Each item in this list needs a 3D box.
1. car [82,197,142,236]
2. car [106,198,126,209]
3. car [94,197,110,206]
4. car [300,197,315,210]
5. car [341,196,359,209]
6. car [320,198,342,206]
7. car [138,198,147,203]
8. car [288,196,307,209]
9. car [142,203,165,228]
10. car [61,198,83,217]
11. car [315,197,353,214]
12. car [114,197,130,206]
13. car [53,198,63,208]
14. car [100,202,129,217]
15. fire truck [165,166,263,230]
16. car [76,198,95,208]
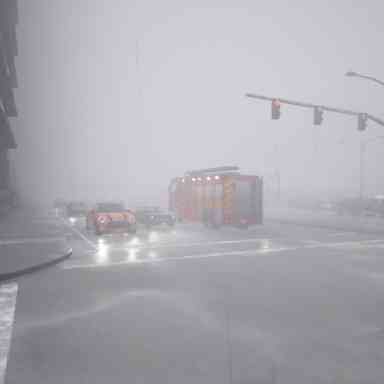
[{"bbox_3d":[-4.646,1.381,18.800,2.097,1.767,4.553,1,0,-26],"label":"car"},{"bbox_3d":[-11.213,1.625,48.687,1.882,1.535,5.008,1,0,-25],"label":"car"},{"bbox_3d":[-15.640,1.668,57.694,1.837,1.490,4.892,1,0,-26],"label":"car"},{"bbox_3d":[17.690,1.789,47.010,3.905,1.438,1.784,1,0,-26],"label":"car"},{"bbox_3d":[27.694,1.738,60.906,4.605,1.855,1.932,1,0,-26],"label":"car"},{"bbox_3d":[26.503,1.955,63.547,3.905,1.438,1.784,1,0,-26],"label":"car"},{"bbox_3d":[-8.133,1.708,50.362,1.812,1.442,4.674,1,0,-25],"label":"car"},{"bbox_3d":[16.491,1.583,49.412,4.605,1.855,1.932,1,0,-26],"label":"car"},{"bbox_3d":[-2.762,1.669,22.936,1.895,1.301,4.718,1,0,-26],"label":"car"},{"bbox_3d":[-11.103,1.601,32.103,2.033,1.411,5.357,1,0,-26],"label":"car"},{"bbox_3d":[18.935,1.816,44.397,3.806,1.475,1.970,1,0,-26],"label":"car"},{"bbox_3d":[-12.492,1.723,59.222,1.812,1.442,4.674,1,0,-26],"label":"car"},{"bbox_3d":[-19.713,1.620,50.055,1.812,1.442,4.674,1,-1,-26],"label":"car"},{"bbox_3d":[-7.914,1.688,33.548,1.895,1.301,4.718,1,0,-26],"label":"car"},{"bbox_3d":[1.215,0.435,23.069,2.891,3.827,8.468,1,0,-26],"label":"fire truck"},{"bbox_3d":[-16.552,1.668,51.557,2.033,1.411,5.357,1,0,-26],"label":"car"}]
